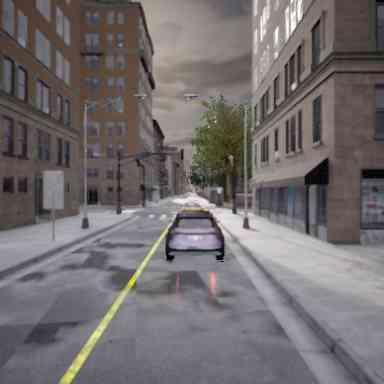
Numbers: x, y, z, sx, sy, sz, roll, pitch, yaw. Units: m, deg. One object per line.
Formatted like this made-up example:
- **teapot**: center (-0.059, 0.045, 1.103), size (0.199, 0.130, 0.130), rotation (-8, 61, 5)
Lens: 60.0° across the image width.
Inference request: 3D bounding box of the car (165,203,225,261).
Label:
- **car**: center (0.100, 1.428, 12.258), size (2.033, 1.649, 4.856), rotation (0, 0, 0)

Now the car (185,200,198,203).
- **car**: center (-0.062, 1.449, 28.463), size (1.801, 1.575, 5.366), rotation (0, 0, -2)
